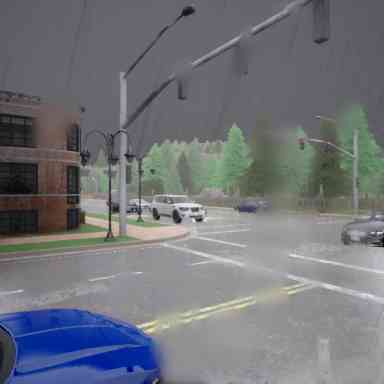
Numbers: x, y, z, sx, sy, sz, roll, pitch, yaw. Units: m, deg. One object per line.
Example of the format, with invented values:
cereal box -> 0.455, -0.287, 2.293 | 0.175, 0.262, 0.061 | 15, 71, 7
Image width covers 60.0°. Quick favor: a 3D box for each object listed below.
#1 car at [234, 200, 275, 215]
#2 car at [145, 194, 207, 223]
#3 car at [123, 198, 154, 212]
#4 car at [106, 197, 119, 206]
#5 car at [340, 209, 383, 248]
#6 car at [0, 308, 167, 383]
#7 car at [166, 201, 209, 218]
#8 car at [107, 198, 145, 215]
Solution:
car -> 6.272, 1.525, 33.443 | 1.812, 1.442, 4.674 | 0, 0, -34
car -> -1.230, 1.221, 25.806 | 2.150, 2.045, 5.566 | 0, 0, -33
car -> -6.349, 1.526, 39.232 | 1.812, 1.442, 4.674 | 0, 0, -35
car -> -12.617, 1.564, 54.574 | 1.994, 1.385, 4.181 | 0, 0, -35
car -> 8.214, 1.491, 13.960 | 4.902, 1.511, 2.128 | 0, 0, -34
car -> -2.481, 1.478, 1.971 | 5.008, 1.535, 1.882 | 0, 0, -36
car -> -0.477, 1.564, 30.789 | 1.994, 1.385, 4.181 | 0, 0, -35
car -> -6.639, 1.564, 33.513 | 1.994, 1.385, 4.181 | 0, 0, -34
